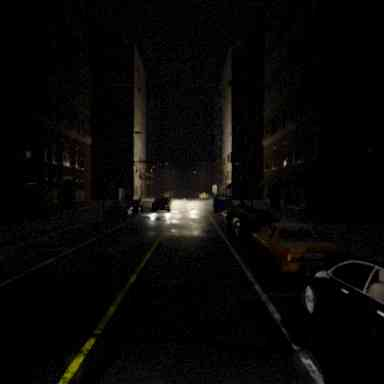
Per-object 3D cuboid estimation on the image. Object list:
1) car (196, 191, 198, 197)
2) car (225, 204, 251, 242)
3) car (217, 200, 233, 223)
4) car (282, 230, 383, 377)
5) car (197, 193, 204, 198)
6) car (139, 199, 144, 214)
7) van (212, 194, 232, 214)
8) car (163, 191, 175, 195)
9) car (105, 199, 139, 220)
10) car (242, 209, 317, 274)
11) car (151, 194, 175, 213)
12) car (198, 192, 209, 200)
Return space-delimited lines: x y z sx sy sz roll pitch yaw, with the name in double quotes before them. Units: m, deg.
"car" 2.626 0.893 76.439 1.967 1.590 4.097 0 0 -1
"car" 2.866 1.455 15.381 1.947 1.339 4.313 0 0 0
"car" 2.870 1.417 20.829 1.947 1.339 4.313 0 0 0
"car" 2.859 1.518 4.484 2.008 1.369 4.403 0 0 0
"car" 2.411 0.871 93.017 1.887 1.381 4.507 0 0 -1
"car" -5.648 1.341 31.723 1.947 1.339 4.313 0 0 0
"van" 2.876 1.116 31.725 1.690 1.788 3.998 0 0 0
"car" -5.970 0.727 81.853 2.192 1.841 5.009 0 0 -1
"car" -5.651 1.395 26.272 1.802 1.307 4.206 0 0 0
"car" 2.862 1.452 10.103 1.752 1.417 4.829 0 0 0
"car" -3.030 1.267 33.777 1.837 1.490 4.892 0 0 0
"car" 2.697 1.018 71.085 1.752 1.417 4.829 0 0 -1
